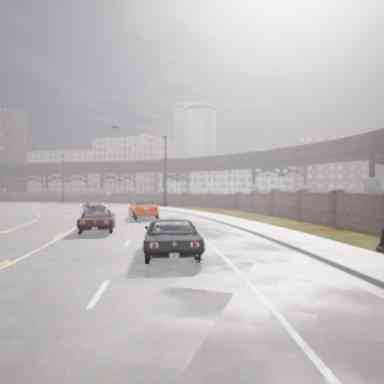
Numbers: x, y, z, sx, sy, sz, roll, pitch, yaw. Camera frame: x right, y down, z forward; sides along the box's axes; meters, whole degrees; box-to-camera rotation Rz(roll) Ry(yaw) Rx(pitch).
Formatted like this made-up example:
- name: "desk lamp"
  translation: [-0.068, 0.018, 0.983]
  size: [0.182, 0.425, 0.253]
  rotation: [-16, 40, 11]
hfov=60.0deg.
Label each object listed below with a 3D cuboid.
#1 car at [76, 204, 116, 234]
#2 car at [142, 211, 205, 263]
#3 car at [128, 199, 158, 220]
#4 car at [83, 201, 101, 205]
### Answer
- name: "car"
  translation: [-5.483, 1.627, 19.558]
  size: [1.895, 1.301, 4.718]
  rotation: [0, 0, -11]
- name: "car"
  translation: [-0.773, 1.597, 12.051]
  size: [1.895, 1.301, 4.718]
  rotation: [0, 0, -7]
- name: "car"
  translation: [-4.274, 1.366, 28.805]
  size: [2.097, 1.767, 4.553]
  rotation: [-1, 0, -17]
- name: "car"
  translation: [-11.006, 1.670, 36.827]
  size: [1.895, 1.301, 4.718]
  rotation: [-1, 0, -25]
